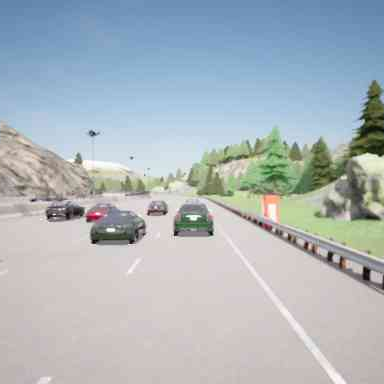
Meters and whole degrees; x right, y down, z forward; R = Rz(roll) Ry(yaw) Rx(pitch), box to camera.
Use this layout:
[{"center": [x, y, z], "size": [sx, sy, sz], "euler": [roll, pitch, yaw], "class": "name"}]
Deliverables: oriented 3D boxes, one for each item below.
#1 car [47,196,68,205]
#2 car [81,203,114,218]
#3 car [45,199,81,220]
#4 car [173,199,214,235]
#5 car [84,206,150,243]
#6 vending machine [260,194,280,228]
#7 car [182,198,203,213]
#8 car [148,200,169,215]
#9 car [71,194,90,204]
[{"center": [-24.579, 1.505, 60.922], "size": [1.837, 1.490, 4.892], "euler": [0, 0, 0], "class": "car"}, {"center": [-6.927, 1.564, 26.445], "size": [1.994, 1.385, 4.181], "euler": [0, 0, 0], "class": "car"}, {"center": [-10.429, 1.493, 27.661], "size": [2.128, 1.511, 4.902], "euler": [0, 0, 0], "class": "car"}, {"center": [0.079, 1.351, 18.762], "size": [2.097, 1.767, 4.553], "euler": [0, 0, 0], "class": "car"}, {"center": [-3.418, 1.564, 15.994], "size": [1.994, 1.385, 4.181], "euler": [0, 0, 0], "class": "car"}, {"center": [4.977, 1.194, 21.214], "size": [1.100, 2.100, 0.880], "euler": [0, 0, 0], "class": "vending machine"}, {"center": [0.059, 1.490, 37.557], "size": [2.128, 1.511, 4.902], "euler": [0, 0, 0], "class": "car"}, {"center": [-3.436, 1.547, 33.970], "size": [2.033, 1.411, 5.357], "euler": [0, 0, 0], "class": "car"}, {"center": [-21.077, 1.355, 63.253], "size": [2.097, 1.767, 4.553], "euler": [0, 0, 0], "class": "car"}]
